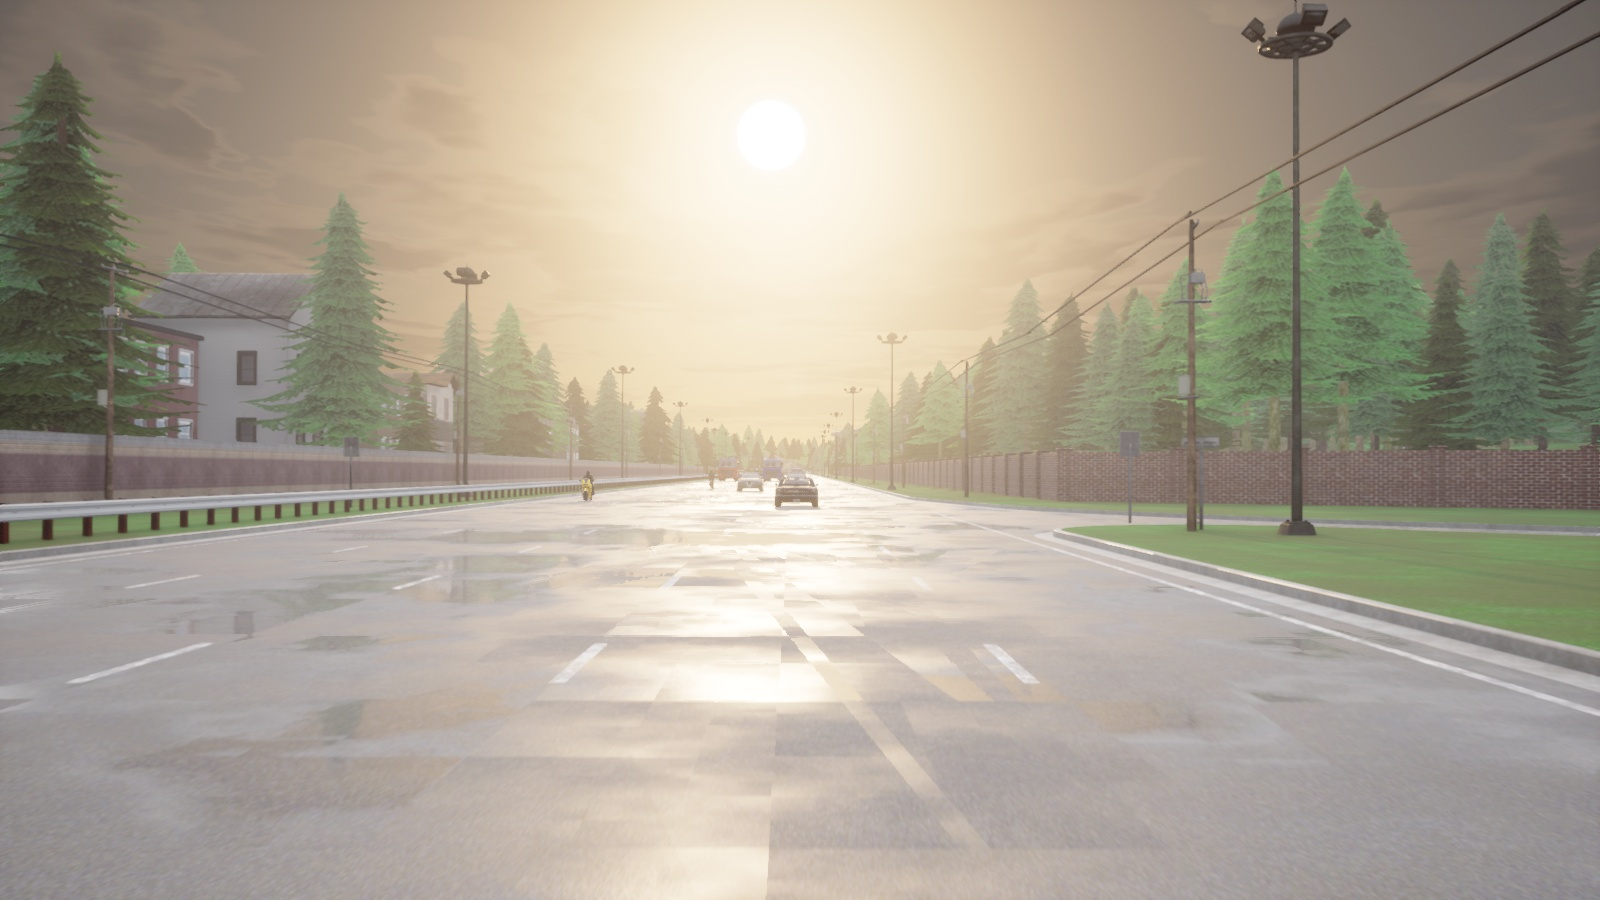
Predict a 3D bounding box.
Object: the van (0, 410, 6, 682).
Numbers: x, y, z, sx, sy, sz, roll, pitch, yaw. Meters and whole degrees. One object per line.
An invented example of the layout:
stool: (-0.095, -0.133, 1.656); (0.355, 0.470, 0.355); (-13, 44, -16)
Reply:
van: (-7.019, 0.687, 7.224); (2.069, 2.038, 4.480); (0, -1, 0)

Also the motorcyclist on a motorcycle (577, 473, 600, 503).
motorcyclist on a motorcycle: (-10.651, 1.897, 63.208); (0.797, 1.523, 2.044); (0, -1, 0)

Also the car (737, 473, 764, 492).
car: (-3.729, 2.450, 95.276); (1.812, 1.442, 4.674); (0, -1, 0)

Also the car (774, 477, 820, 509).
car: (-0.131, 1.830, 54.797); (1.895, 1.301, 4.718); (0, -1, 0)
